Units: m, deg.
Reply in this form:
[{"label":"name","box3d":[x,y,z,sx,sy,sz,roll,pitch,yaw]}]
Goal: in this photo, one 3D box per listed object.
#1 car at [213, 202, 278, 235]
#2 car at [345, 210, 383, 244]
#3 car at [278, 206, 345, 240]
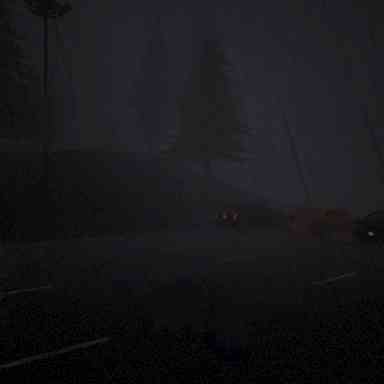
[{"label":"car","box3d":[3.490,1.367,19.173,4.553,1.767,2.097,0,0,-35]},{"label":"car","box3d":[9.072,1.495,14.543,5.008,1.535,1.882,0,0,-35]},{"label":"car","box3d":[7.035,1.495,17.390,5.008,1.535,1.882,0,0,-35]}]
